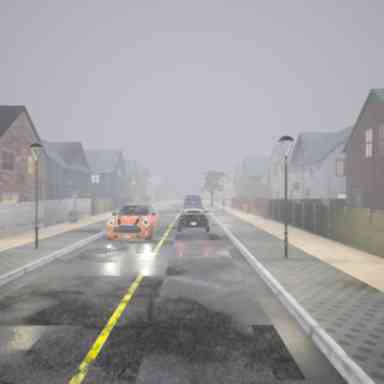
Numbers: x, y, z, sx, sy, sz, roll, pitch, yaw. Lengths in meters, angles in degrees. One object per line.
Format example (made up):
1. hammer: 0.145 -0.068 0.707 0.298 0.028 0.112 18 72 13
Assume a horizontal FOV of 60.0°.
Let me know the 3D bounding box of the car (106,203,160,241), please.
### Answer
1. car: -2.834 1.368 16.782 2.097 1.767 4.553 0 0 0

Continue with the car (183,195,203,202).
1. car: 0.090 1.320 39.409 2.150 2.045 5.566 0 0 0

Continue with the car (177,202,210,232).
1. car: 0.082 1.550 20.311 1.812 1.442 4.674 0 0 0
